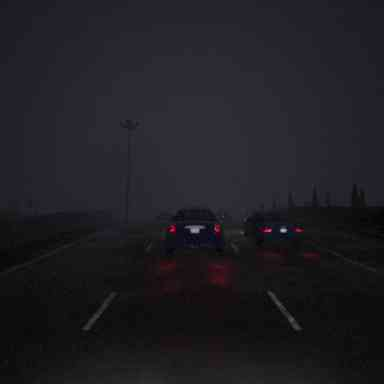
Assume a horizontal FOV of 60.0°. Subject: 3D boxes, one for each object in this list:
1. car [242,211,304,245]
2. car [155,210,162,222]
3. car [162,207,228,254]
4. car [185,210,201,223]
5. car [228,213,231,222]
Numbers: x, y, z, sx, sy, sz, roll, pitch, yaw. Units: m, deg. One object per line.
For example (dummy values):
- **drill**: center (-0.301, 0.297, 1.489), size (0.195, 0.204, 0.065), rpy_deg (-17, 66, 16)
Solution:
- **car**: center (3.606, 1.586, 15.623), size (2.033, 1.411, 5.357), rpy_deg (0, 0, 0)
- **car**: center (-3.385, 3.019, 40.903), size (1.812, 1.442, 4.674), rpy_deg (0, -6, 0)
- **car**: center (0.105, 1.383, 13.786), size (2.097, 1.767, 4.553), rpy_deg (0, 0, 0)
- **car**: center (0.114, 3.065, 41.310), size (1.812, 1.442, 4.674), rpy_deg (0, -6, 0)
- **car**: center (3.614, 2.999, 40.373), size (1.994, 1.385, 4.181), rpy_deg (0, -6, 0)
